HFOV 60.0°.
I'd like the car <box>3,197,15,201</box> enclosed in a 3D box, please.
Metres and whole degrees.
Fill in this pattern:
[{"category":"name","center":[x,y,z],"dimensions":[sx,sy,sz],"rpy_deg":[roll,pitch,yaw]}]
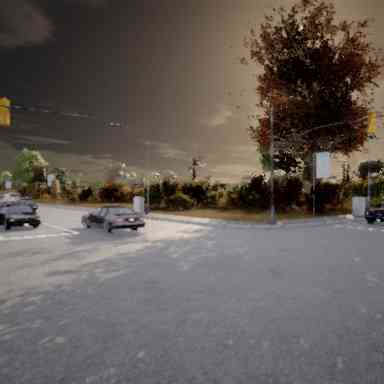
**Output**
[{"category":"car","center":[-17.281,1.479,28.901],"dimensions":[2.128,1.511,4.902],"rpy_deg":[0,0,-39]}]

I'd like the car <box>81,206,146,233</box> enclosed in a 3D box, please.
[{"category":"car","center":[-4.708,1.507,19.360],"dimensions":[2.033,1.411,5.357],"rpy_deg":[0,0,-38]}]

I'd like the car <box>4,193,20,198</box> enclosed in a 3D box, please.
[{"category":"car","center":[-31.073,1.180,57.549],"dimensions":[2.150,2.045,5.566],"rpy_deg":[0,0,-38]}]

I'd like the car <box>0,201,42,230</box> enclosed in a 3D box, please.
[{"category":"car","center":[-11.280,1.531,21.411],"dimensions":[2.033,1.411,5.357],"rpy_deg":[0,0,-39]}]

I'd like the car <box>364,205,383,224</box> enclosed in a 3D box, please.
[{"category":"car","center":[13.563,1.463,22.253],"dimensions":[4.718,1.301,1.895],"rpy_deg":[0,0,-35]}]

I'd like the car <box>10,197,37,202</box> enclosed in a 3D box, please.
[{"category":"car","center":[-18.204,1.569,35.970],"dimensions":[1.895,1.301,4.718],"rpy_deg":[0,0,-39]}]

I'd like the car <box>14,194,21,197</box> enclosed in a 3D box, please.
[{"category":"car","center":[-24.520,1.446,49.459],"dimensions":[2.128,1.511,4.902],"rpy_deg":[0,0,-39]}]
